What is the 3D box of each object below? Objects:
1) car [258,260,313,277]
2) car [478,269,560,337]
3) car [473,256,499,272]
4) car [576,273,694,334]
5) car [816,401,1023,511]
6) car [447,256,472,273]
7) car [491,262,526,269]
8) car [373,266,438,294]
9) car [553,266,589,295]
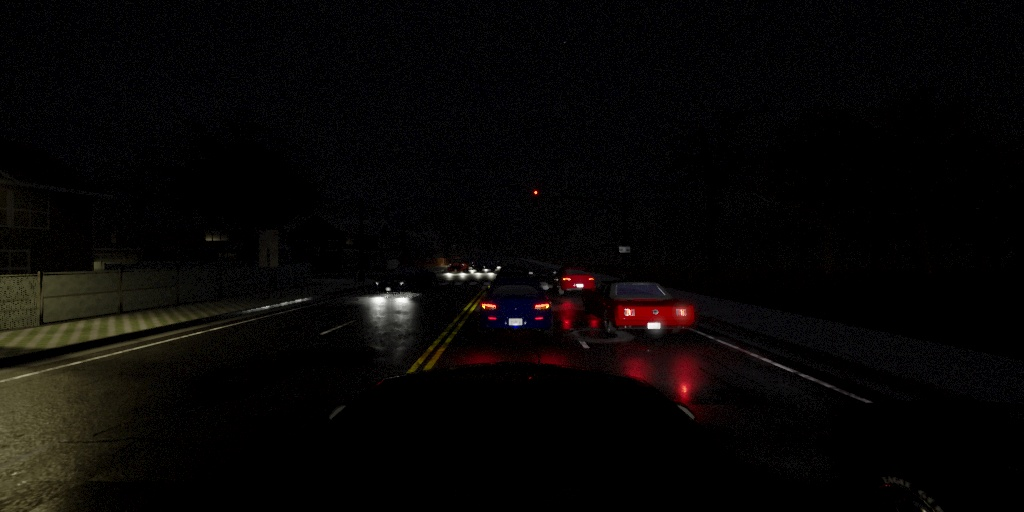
[{"bbox_3d":[-19.463,1.134,30.448,4.553,1.767,2.097,0,0,0],"label":"car"},{"bbox_3d":[0.089,1.276,10.143,1.812,1.442,4.674,0,0,0],"label":"car"},{"bbox_3d":[-3.300,0.962,46.111,2.150,2.045,5.566,0,0,1],"label":"car"},{"bbox_3d":[3.342,1.351,10.623,1.895,1.301,4.718,0,0,0],"label":"car"},{"bbox_3d":[3.348,1.351,0.671,1.895,1.301,4.718,0,0,0],"label":"car"},{"bbox_3d":[-6.562,1.095,43.992,2.097,1.767,4.553,0,0,0],"label":"car"},{"bbox_3d":[0.071,1.255,19.404,1.837,1.490,4.892,0,0,0],"label":"car"},{"bbox_3d":[-5.942,1.297,20.833,2.033,1.411,5.357,0,0,7],"label":"car"},{"bbox_3d":[3.324,1.276,19.731,1.812,1.442,4.674,0,0,0],"label":"car"}]
